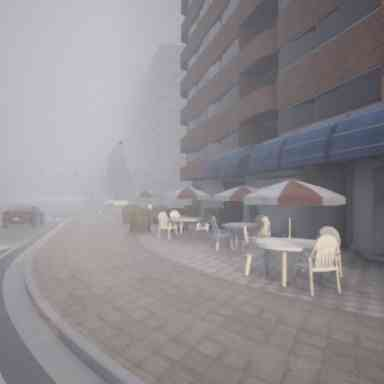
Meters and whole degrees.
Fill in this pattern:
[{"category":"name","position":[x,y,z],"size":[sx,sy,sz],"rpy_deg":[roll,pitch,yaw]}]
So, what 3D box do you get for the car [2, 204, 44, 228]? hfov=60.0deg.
[{"category":"car","position":[-11.762,1.611,23.458],"size":[1.882,1.535,5.008],"rpy_deg":[0,-1,-15]}]
